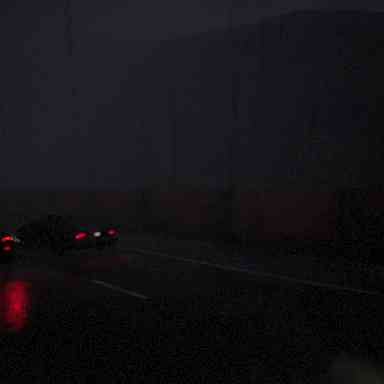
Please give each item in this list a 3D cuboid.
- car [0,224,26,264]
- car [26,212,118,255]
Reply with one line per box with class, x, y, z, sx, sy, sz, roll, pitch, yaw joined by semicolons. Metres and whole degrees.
car;-7.260;1.492;10.551;4.674;1.442;1.812;0;0;42
car;-5.176;1.521;13.334;5.357;1.411;2.033;0;0;42
